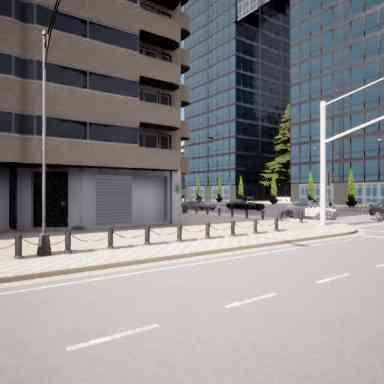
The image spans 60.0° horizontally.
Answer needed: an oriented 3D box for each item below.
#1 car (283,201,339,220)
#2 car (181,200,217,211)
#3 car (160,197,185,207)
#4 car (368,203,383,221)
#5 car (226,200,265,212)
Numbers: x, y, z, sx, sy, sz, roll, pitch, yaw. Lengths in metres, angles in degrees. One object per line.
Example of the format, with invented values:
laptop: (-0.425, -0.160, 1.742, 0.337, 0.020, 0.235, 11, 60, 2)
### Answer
car: (9.629, 1.470, 27.251, 1.812, 1.442, 4.674, 0, 0, -36)
car: (0.916, 1.545, 39.397, 1.895, 1.301, 4.718, 0, 0, -35)
car: (-3.065, 1.508, 51.178, 1.994, 1.385, 4.181, 0, 0, -35)
car: (16.069, 1.454, 25.206, 2.128, 1.511, 4.902, 0, 1, -43)
car: (6.115, 1.546, 38.104, 1.895, 1.301, 4.718, 0, 0, -35)
